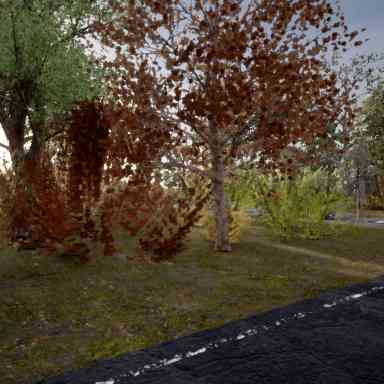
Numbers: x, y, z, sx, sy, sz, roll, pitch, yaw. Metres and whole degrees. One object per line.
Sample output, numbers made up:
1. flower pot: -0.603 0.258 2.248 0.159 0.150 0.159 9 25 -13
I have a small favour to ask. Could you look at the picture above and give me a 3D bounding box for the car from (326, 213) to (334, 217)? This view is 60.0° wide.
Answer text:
1. car: 9.289 1.148 27.120 2.097 1.767 4.553 -1 1 -36
